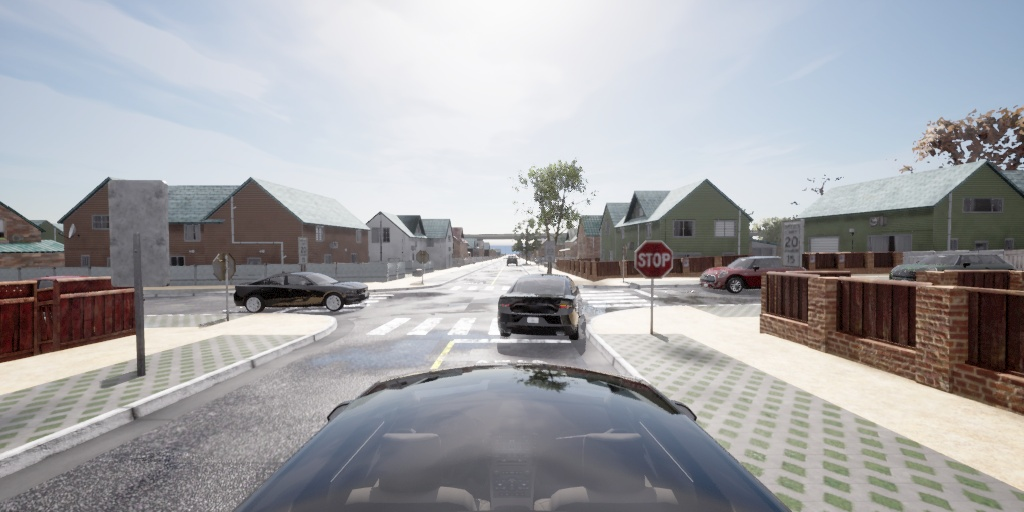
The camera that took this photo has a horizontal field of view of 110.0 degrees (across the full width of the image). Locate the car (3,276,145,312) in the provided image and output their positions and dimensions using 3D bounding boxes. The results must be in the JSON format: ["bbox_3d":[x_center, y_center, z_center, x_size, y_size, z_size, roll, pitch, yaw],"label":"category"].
[{"bbox_3d":[-18.015,1.547,14.580,5.008,1.535,1.882,-1,2,0],"label":"car"}]

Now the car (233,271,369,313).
[{"bbox_3d":[-8.462,1.377,14.638,5.008,1.535,1.882,-1,2,0],"label":"car"}]

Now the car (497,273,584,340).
[{"bbox_3d":[0.961,1.224,10.107,1.882,1.535,5.008,0,0,12],"label":"car"}]

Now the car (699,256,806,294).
[{"bbox_3d":[11.814,0.820,17.712,4.553,1.767,2.097,-1,2,0],"label":"car"}]

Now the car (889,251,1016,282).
[{"bbox_3d":[21.709,0.646,17.779,4.553,1.767,2.097,-1,2,0],"label":"car"}]
